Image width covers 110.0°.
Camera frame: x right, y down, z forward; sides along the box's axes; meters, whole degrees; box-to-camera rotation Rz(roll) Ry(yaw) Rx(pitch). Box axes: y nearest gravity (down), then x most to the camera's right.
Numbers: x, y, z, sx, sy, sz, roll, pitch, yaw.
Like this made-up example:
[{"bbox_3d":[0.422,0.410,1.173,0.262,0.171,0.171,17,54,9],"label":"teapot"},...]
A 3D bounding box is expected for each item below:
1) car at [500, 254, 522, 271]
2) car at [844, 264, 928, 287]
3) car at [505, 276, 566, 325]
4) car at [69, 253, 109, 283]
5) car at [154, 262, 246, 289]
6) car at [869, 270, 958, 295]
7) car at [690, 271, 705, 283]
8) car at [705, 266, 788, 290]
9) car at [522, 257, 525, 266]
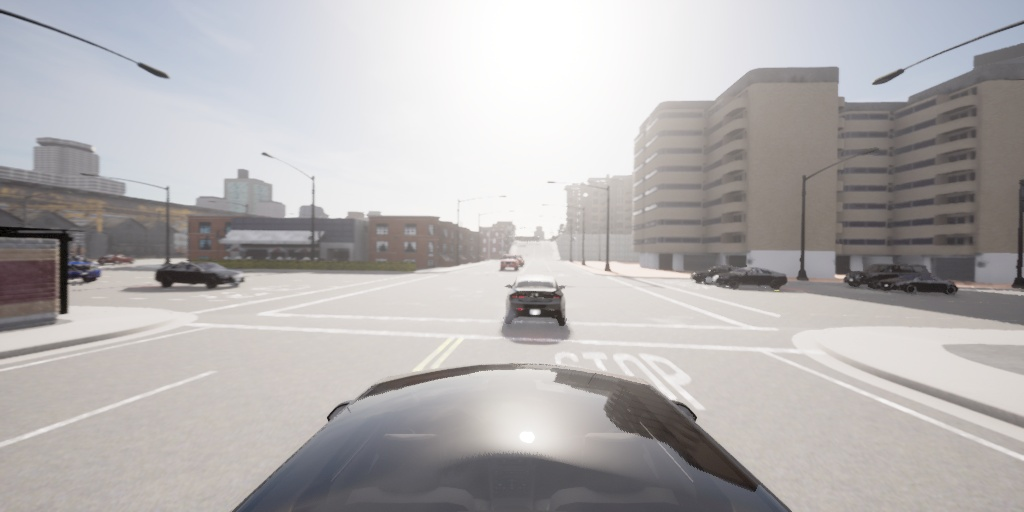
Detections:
[{"bbox_3d":[-0.300,0.810,47.151,2.150,2.045,5.566,1,1,4],"label":"car"},{"bbox_3d":[30.569,1.668,29.235,5.566,2.045,2.150,1,1,3],"label":"car"},{"bbox_3d":[0.822,1.418,12.626,1.837,1.490,4.892,1,-2,4],"label":"car"},{"bbox_3d":[-29.460,0.711,22.738,5.566,2.045,2.150,1,1,6],"label":"car"},{"bbox_3d":[-18.731,1.113,21.621,4.902,1.511,2.128,1,1,6],"label":"car"},{"bbox_3d":[29.050,2.001,25.812,4.181,1.385,1.994,2,1,3],"label":"car"},{"bbox_3d":[17.478,1.573,29.910,4.892,1.490,1.837,1,1,3],"label":"car"},{"bbox_3d":[17.435,1.595,26.406,4.902,1.511,2.128,1,1,3],"label":"car"},{"bbox_3d":[0.614,0.714,58.418,2.150,2.045,5.566,1,1,5],"label":"car"}]
